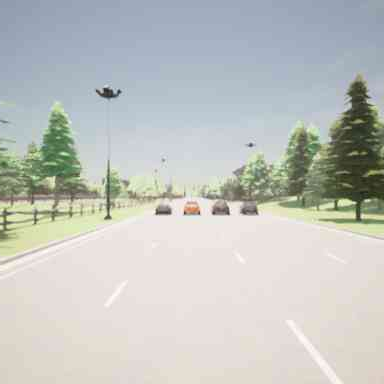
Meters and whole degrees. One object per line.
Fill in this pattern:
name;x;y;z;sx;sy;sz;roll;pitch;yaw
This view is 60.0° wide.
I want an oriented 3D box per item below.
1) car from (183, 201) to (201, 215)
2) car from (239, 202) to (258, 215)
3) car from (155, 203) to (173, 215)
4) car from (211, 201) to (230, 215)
car;0.013;1.885;41.591;2.097;1.767;4.553;0;-1;0
car;7.011;2.024;41.454;2.128;1.511;4.902;0;-1;0
car;-3.487;2.098;41.587;1.994;1.385;4.181;0;-1;0
car;3.512;1.883;41.456;2.097;1.767;4.553;0;-1;0
